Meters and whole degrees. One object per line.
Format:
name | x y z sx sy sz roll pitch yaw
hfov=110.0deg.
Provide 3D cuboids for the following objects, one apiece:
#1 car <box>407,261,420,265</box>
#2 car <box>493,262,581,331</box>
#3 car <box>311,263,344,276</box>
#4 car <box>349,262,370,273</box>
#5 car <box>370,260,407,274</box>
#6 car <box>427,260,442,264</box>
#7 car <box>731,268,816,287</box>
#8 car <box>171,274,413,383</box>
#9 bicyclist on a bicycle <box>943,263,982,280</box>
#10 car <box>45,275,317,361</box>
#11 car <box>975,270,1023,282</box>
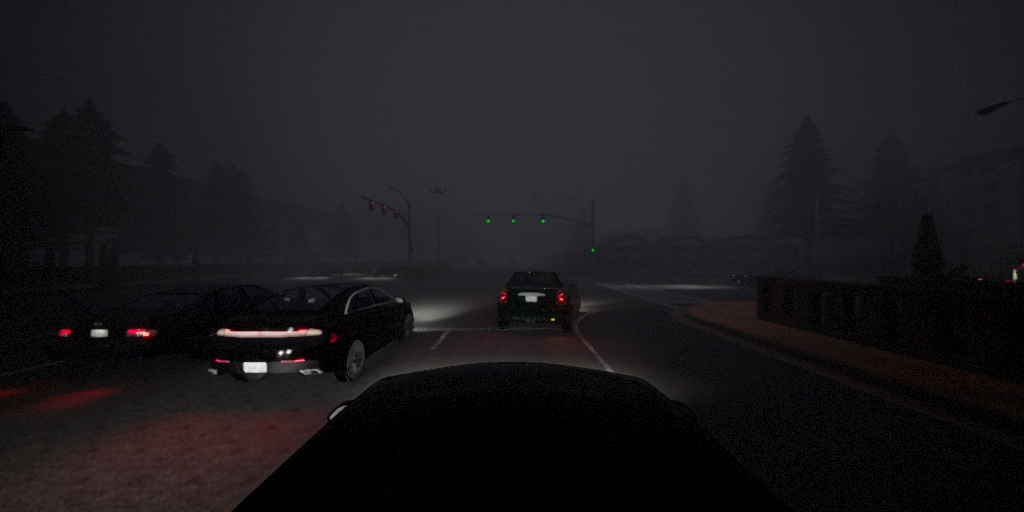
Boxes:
car | -14.100 1.710 50.537 1.895 1.301 4.718 0 0 0
car | 1.021 1.173 11.579 2.097 1.767 4.553 0 0 14
car | -21.106 1.584 41.367 1.812 1.442 4.674 0 0 0
car | -21.097 1.597 50.430 1.882 1.535 5.008 0 0 0
car | -14.108 1.523 41.194 1.882 1.535 5.008 0 0 0
car | -14.043 1.734 61.978 2.033 1.411 5.357 0 0 0
car | 18.061 1.487 25.017 4.718 1.301 1.895 0 0 2
car | -3.415 1.289 7.205 2.128 1.511 4.902 0 0 0
bicyclist on a bicycle | 17.864 1.115 14.324 0.582 1.620 1.656 0 0 -14
car | -6.911 1.359 8.519 2.033 1.411 5.357 0 0 0
car | 30.584 1.441 20.964 4.718 1.301 1.895 0 0 2
